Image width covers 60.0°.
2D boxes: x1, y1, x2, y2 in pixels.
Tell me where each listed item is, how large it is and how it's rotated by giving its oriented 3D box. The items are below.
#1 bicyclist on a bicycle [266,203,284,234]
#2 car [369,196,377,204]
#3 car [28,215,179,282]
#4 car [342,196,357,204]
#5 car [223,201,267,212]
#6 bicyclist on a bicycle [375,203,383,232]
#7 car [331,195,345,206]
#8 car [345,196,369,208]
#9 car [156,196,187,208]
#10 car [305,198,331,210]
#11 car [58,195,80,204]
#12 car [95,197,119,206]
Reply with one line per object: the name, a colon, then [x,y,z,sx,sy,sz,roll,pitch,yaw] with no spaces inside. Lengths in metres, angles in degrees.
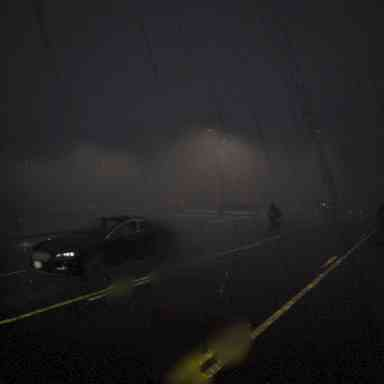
bicyclist on a bicycle: [4.531,1.455,18.299,0.582,1.620,1.656,0,-2,-23]
car: [33.239,1.477,61.913,2.128,1.511,4.902,0,0,34]
car: [-2.347,1.491,10.059,2.128,1.511,4.902,0,0,34]
car: [30.236,1.478,63.721,1.812,1.442,4.674,0,0,34]
car: [5.790,1.601,37.273,4.718,1.301,1.895,0,0,37]
bicyclist on a bicycle: [10.805,1.455,18.794,0.582,1.620,1.656,0,-2,3]
car: [23.431,1.351,53.916,2.097,1.767,4.553,0,0,35]
car: [24.640,1.504,49.499,1.837,1.490,4.892,0,0,34]
car: [-3.003,1.353,47.961,4.553,1.767,2.097,0,0,35]
car: [16.099,1.492,43.239,2.128,1.511,4.902,0,0,35]
car: [-22.792,1.492,61.421,4.902,1.511,2.128,0,0,34]
car: [-14.275,1.564,55.647,4.181,1.385,1.994,0,0,34]
